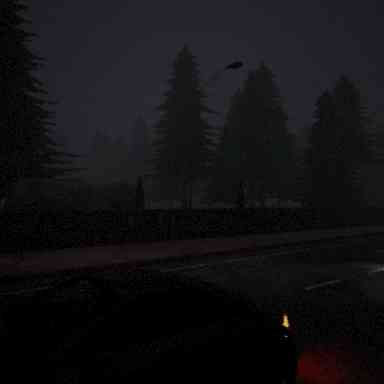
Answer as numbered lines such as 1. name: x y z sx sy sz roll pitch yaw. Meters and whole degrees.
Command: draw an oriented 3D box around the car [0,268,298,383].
1. car: -0.850 1.577 3.387 4.181 1.385 1.994 1 0 -36
